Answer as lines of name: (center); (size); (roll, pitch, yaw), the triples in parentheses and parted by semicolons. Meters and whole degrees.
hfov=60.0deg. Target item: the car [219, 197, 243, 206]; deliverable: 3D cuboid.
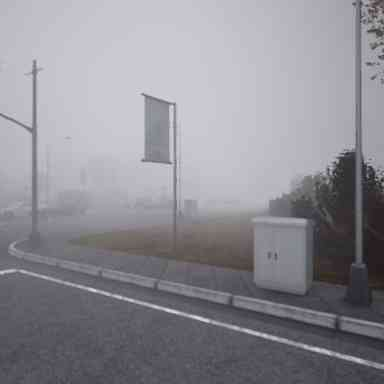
car: (7.095, 1.527, 57.715); (1.882, 1.535, 5.008); (0, 0, 33)

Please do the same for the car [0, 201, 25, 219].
car: (-15.052, 1.566, 29.483); (1.812, 1.442, 4.674); (0, 0, 33)

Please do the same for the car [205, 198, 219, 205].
car: (4.158, 1.647, 59.617); (1.895, 1.301, 4.718); (0, 0, 32)

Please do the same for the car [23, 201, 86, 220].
car: (-11.494, 1.636, 28.510); (1.895, 1.301, 4.718); (0, 0, 30)

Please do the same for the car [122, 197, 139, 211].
car: (-6.789, 1.393, 42.501); (2.097, 1.767, 4.553); (0, 0, 32)

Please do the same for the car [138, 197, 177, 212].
car: (-3.851, 1.514, 40.598); (1.882, 1.535, 5.008); (0, 0, 32)
